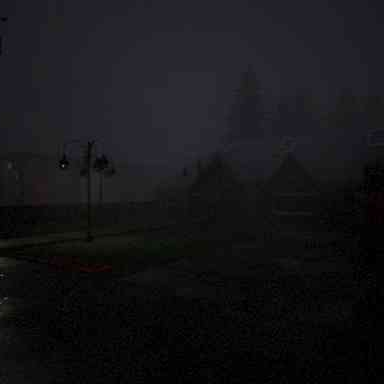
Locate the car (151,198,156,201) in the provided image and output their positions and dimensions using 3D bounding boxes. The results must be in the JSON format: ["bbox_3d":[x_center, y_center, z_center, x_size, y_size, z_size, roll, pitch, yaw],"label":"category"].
[{"bbox_3d":[-6.222,1.865,60.618,2.128,1.511,4.902,-1,0,36],"label":"car"}]
